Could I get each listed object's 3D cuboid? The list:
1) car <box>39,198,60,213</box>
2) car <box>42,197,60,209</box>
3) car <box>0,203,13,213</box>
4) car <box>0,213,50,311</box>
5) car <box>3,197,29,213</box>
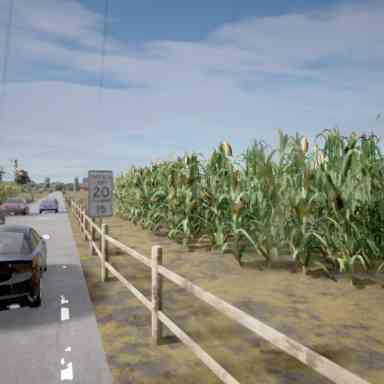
[{"bbox_3d":[-15.727,1.560,36.605,2.033,1.411,5.357,0,0,-21],"label":"car"},{"bbox_3d":[-19.381,1.510,45.769,2.128,1.511,4.902,0,0,-21],"label":"car"},{"bbox_3d":[-11.934,1.563,19.010,2.033,1.411,5.357,0,0,-21],"label":"car"},{"bbox_3d":[-4.382,1.480,7.563,1.882,1.535,5.008,0,0,-21],"label":"car"},{"bbox_3d":[-17.092,1.373,32.235,2.097,1.767,4.553,0,0,-21],"label":"car"}]
